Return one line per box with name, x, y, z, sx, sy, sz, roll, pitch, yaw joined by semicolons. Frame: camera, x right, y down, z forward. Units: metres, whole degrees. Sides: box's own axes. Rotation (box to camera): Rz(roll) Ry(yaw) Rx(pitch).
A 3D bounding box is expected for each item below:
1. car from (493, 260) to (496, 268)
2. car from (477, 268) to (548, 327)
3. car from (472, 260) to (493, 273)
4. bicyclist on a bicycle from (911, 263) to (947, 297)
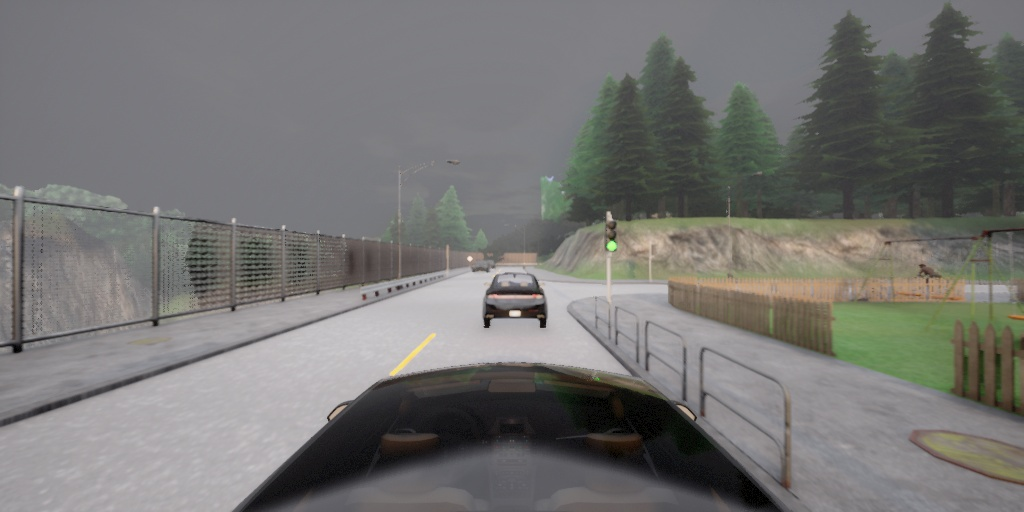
car;-4.029;1.438;63.964;2.097;1.767;4.553;0;0;0
car;0.092;1.296;11.713;2.128;1.511;4.902;0;0;0
car;-4.080;1.351;47.776;2.097;1.767;4.553;0;0;0
bicyclist on a bicycle;19.795;1.183;17.140;0.582;1.620;1.656;0;-1;0
